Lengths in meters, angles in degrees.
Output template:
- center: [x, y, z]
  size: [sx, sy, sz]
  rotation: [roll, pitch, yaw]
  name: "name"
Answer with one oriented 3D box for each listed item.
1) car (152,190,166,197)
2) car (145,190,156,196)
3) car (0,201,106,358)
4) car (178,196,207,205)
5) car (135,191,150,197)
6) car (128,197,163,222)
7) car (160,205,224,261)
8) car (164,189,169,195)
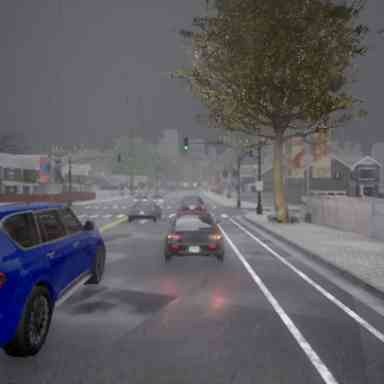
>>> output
- center: [-6.673, 0.842, 65.408]
  size: [1.895, 1.301, 4.718]
  rotation: [0, 1, 0]
  name: "car"
- center: [-9.946, 0.205, 80.833]
  size: [2.033, 1.411, 5.357]
  rotation: [0, 1, 0]
  name: "car"
- center: [-3.175, 1.156, 6.006]
  size: [2.150, 2.045, 5.566]
  rotation: [0, 1, -2]
  name: "car"
- center: [0.020, 1.081, 24.422]
  size: [2.097, 1.767, 4.553]
  rotation: [0, 1, 0]
  name: "car"
- center: [-9.926, 0.595, 65.430]
  size: [2.097, 1.767, 4.553]
  rotation: [0, 1, 0]
  name: "car"
- center: [-3.229, 1.303, 23.529]
  size: [1.994, 1.385, 4.181]
  rotation: [0, 1, 0]
  name: "car"
- center: [0.064, 1.397, 11.560]
  size: [1.812, 1.442, 4.674]
  rotation: [0, 1, 0]
  name: "car"
- center: [-6.697, 0.164, 80.841]
  size: [1.837, 1.490, 4.892]
  rotation: [0, 1, 0]
  name: "car"
